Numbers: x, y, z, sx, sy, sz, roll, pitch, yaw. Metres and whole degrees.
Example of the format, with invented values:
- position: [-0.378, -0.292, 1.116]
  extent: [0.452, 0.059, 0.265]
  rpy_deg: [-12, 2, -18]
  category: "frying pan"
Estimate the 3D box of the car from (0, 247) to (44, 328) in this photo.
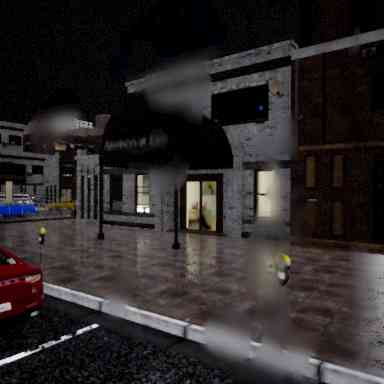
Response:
- position: [-4.547, 1.543, 6.110]
  extent: [4.507, 1.381, 1.887]
  rpy_deg: [0, 0, 35]
  category: "car"

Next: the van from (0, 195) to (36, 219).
- position: [-15.640, 1.409, 28.724]
  extent: [1.690, 1.788, 3.998]
  rpy_deg: [0, 0, 35]
  category: "van"

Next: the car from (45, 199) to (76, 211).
- position: [-16.244, 1.563, 42.453]
  extent: [1.752, 1.417, 4.829]
  rpy_deg: [0, 0, 35]
  category: "car"
